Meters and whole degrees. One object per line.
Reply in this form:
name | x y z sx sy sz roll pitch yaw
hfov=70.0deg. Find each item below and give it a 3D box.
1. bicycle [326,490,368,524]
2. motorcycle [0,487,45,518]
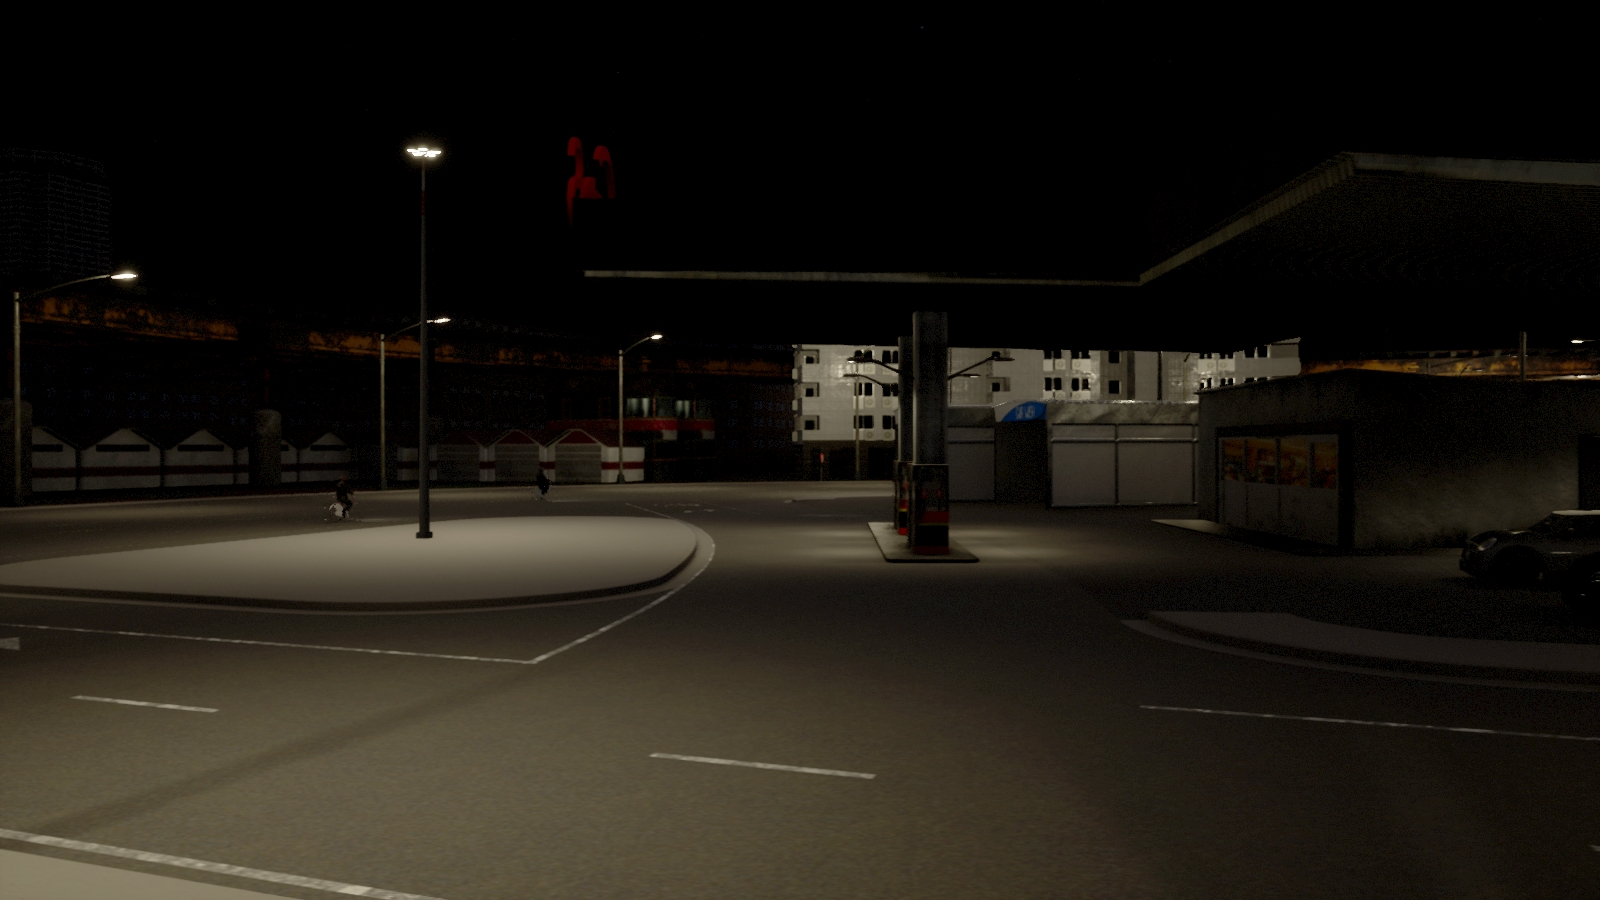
bicycle | -17.416 2.169 43.959 0.329 1.196 1.835 0 0 20
motorcycle | -32.780 2.181 47.817 0.856 1.236 1.805 0 0 19
